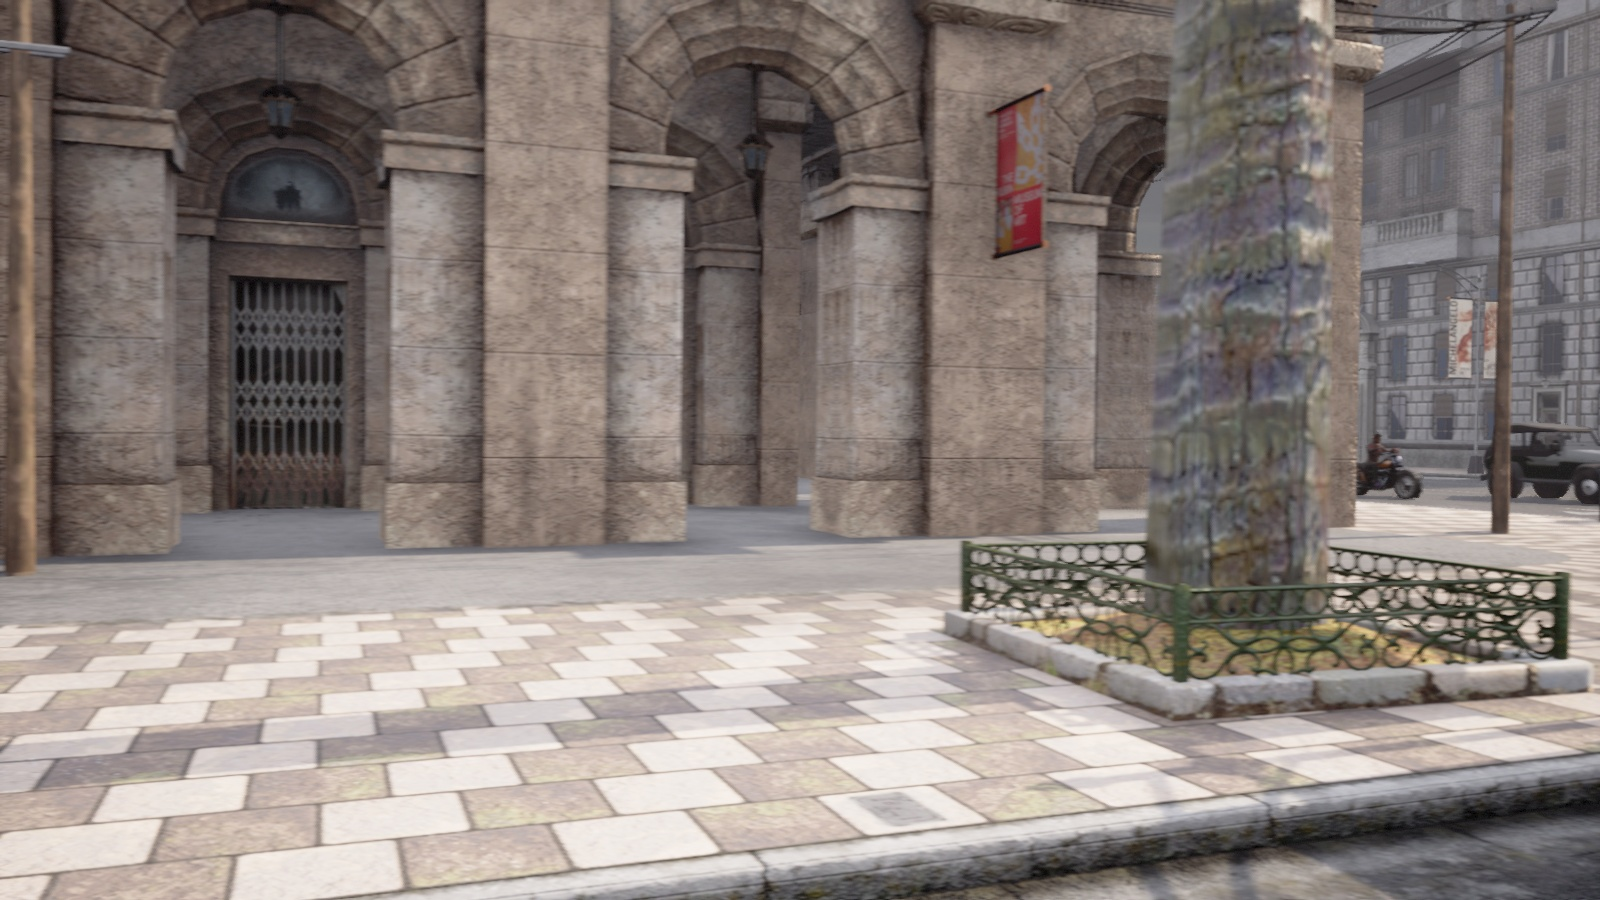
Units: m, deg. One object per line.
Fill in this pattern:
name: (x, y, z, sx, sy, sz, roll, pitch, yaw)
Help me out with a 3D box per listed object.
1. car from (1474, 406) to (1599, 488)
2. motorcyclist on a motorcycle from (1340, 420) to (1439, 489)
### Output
car: (18.621, -0.102, 30.288, 1.905, 1.878, 3.866, -1, 1, -21)
motorcyclist on a motorcycle: (14.582, 0.082, 31.150, 0.766, 1.649, 2.350, -1, 1, -20)
